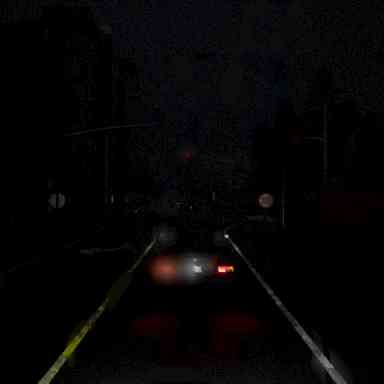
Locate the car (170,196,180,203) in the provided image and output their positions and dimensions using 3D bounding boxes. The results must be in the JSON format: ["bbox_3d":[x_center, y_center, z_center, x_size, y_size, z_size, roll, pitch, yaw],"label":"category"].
[{"bbox_3d":[-3.396,1.505,67.885,1.837,1.490,4.892,0,0,0],"label":"car"}]

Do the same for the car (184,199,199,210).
[{"bbox_3d":[-0.011,1.601,43.459,1.895,1.301,4.718,0,0,2],"label":"car"}]

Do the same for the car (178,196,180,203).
[{"bbox_3d":[-3.481,1.505,57.507,1.837,1.490,4.892,0,0,0],"label":"car"}]

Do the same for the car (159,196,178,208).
[{"bbox_3d":[-3.510,1.547,47.446,2.033,1.411,5.357,0,0,0],"label":"car"}]

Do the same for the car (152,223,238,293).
[{"bbox_3d":[0.074,1.547,8.964,2.033,1.411,5.357,0,0,0],"label":"car"}]
